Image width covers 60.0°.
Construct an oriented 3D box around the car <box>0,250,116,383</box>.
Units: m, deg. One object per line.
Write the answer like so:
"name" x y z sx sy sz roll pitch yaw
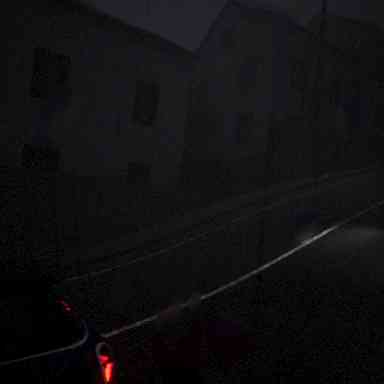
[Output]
"car" -2.811 1.330 2.136 4.553 1.767 2.097 3 -2 -33
